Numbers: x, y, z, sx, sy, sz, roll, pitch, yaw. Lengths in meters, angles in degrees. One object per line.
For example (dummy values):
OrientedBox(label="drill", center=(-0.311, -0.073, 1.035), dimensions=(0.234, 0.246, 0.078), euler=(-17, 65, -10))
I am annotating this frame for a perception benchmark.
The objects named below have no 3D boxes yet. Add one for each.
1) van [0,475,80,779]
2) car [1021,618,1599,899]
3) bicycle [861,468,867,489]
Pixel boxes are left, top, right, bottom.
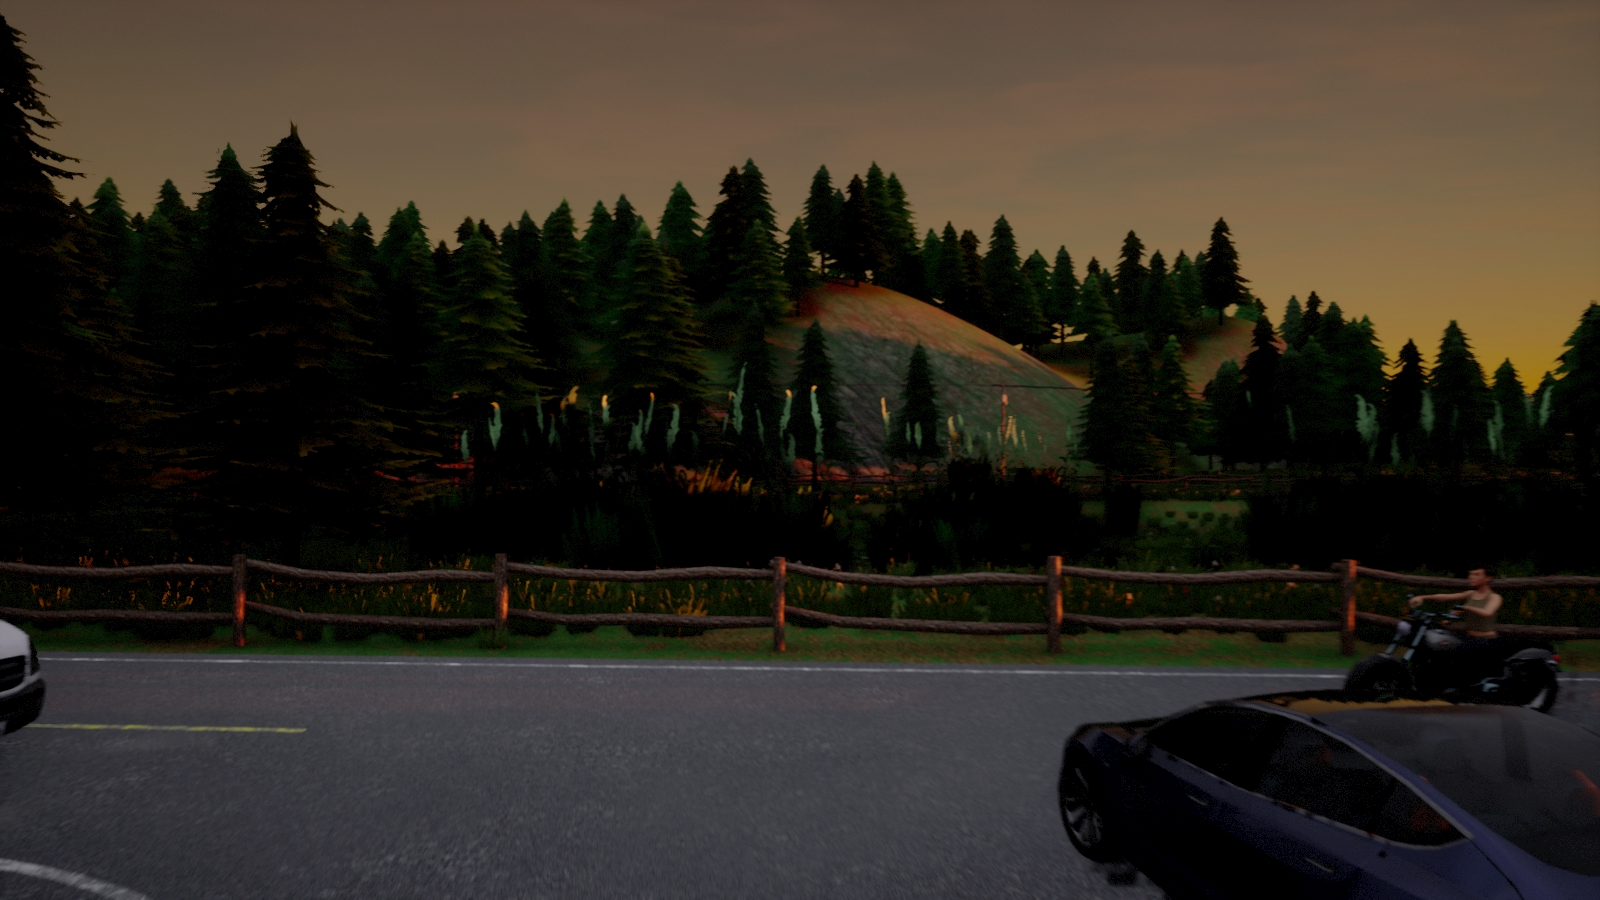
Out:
OrientedBox(label="van", center=(-9.741, 1.504, 9.878), dimensions=(5.915, 2.561, 1.988), euler=(0, 0, 4))
OrientedBox(label="car", center=(3.067, 2.051, 6.327), dimensions=(2.163, 1.488, 4.792), euler=(0, 0, -8))
OrientedBox(label="bicycle", center=(4.636, 2.060, 82.776), dimensions=(0.373, 1.496, 1.643), euler=(0, 0, 1))
